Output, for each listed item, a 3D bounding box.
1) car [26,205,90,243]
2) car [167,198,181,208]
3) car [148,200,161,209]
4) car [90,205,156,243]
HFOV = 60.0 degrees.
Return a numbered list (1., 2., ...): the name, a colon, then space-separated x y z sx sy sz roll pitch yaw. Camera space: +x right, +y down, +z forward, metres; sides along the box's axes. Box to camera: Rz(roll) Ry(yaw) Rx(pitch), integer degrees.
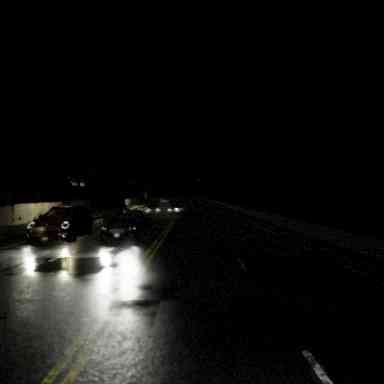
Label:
1. car: -6.589 1.529 17.118 2.097 1.767 4.553 0 -1 0
2. car: -3.265 2.152 58.676 1.994 1.385 4.181 0 -1 1
3. car: -6.514 2.062 58.209 1.882 1.535 5.008 0 -1 1
4. car: -3.339 1.669 17.220 2.128 1.511 4.902 0 -1 0
